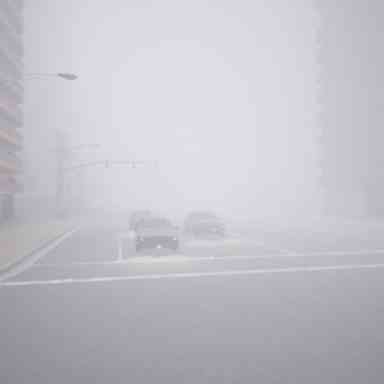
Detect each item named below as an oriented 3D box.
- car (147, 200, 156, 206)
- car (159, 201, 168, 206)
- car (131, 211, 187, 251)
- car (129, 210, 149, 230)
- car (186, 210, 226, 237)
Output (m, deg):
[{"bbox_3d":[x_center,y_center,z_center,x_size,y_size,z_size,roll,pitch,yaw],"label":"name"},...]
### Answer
[{"bbox_3d":[-11.398,2.989,92.959,2.097,1.767,4.553,0,-1,-12],"label":"car"},{"bbox_3d":[-7.986,3.168,93.737,1.812,1.442,4.674,0,-1,-12],"label":"car"},{"bbox_3d":[-1.814,1.892,16.160,2.033,1.411,5.357,0,-1,-10],"label":"car"},{"bbox_3d":[-3.730,2.079,25.199,1.994,1.385,4.181,0,-1,-13],"label":"car"},{"bbox_3d":[0.729,1.939,21.154,1.837,1.490,4.892,0,-1,-12],"label":"car"}]
